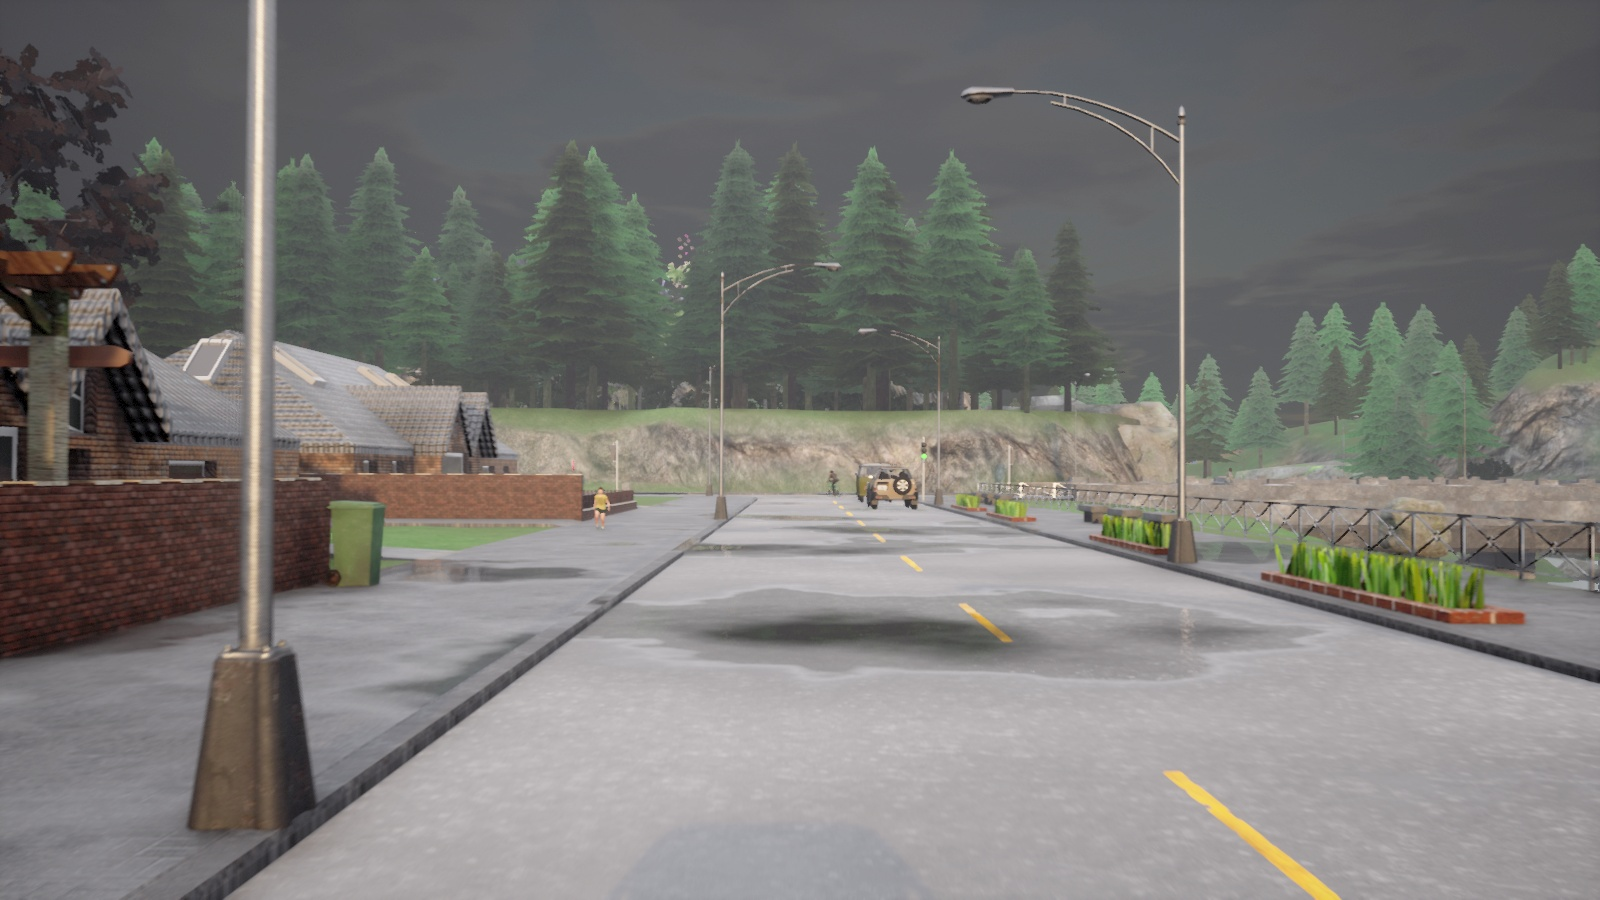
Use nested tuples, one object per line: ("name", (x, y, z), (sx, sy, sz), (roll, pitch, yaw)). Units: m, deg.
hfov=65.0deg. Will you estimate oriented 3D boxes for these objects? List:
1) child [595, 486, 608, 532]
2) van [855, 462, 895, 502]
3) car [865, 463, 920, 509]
("child", (-4.814, 1.434, 30.447), (0.255, 1.110, 0.394), (0, -1, -3))
("van", (3.838, 1.637, 64.831), (1.775, 1.987, 4.442), (0, -1, 0))
("car", (3.867, 1.506, 53.160), (1.932, 1.855, 4.605), (0, -1, 0))
